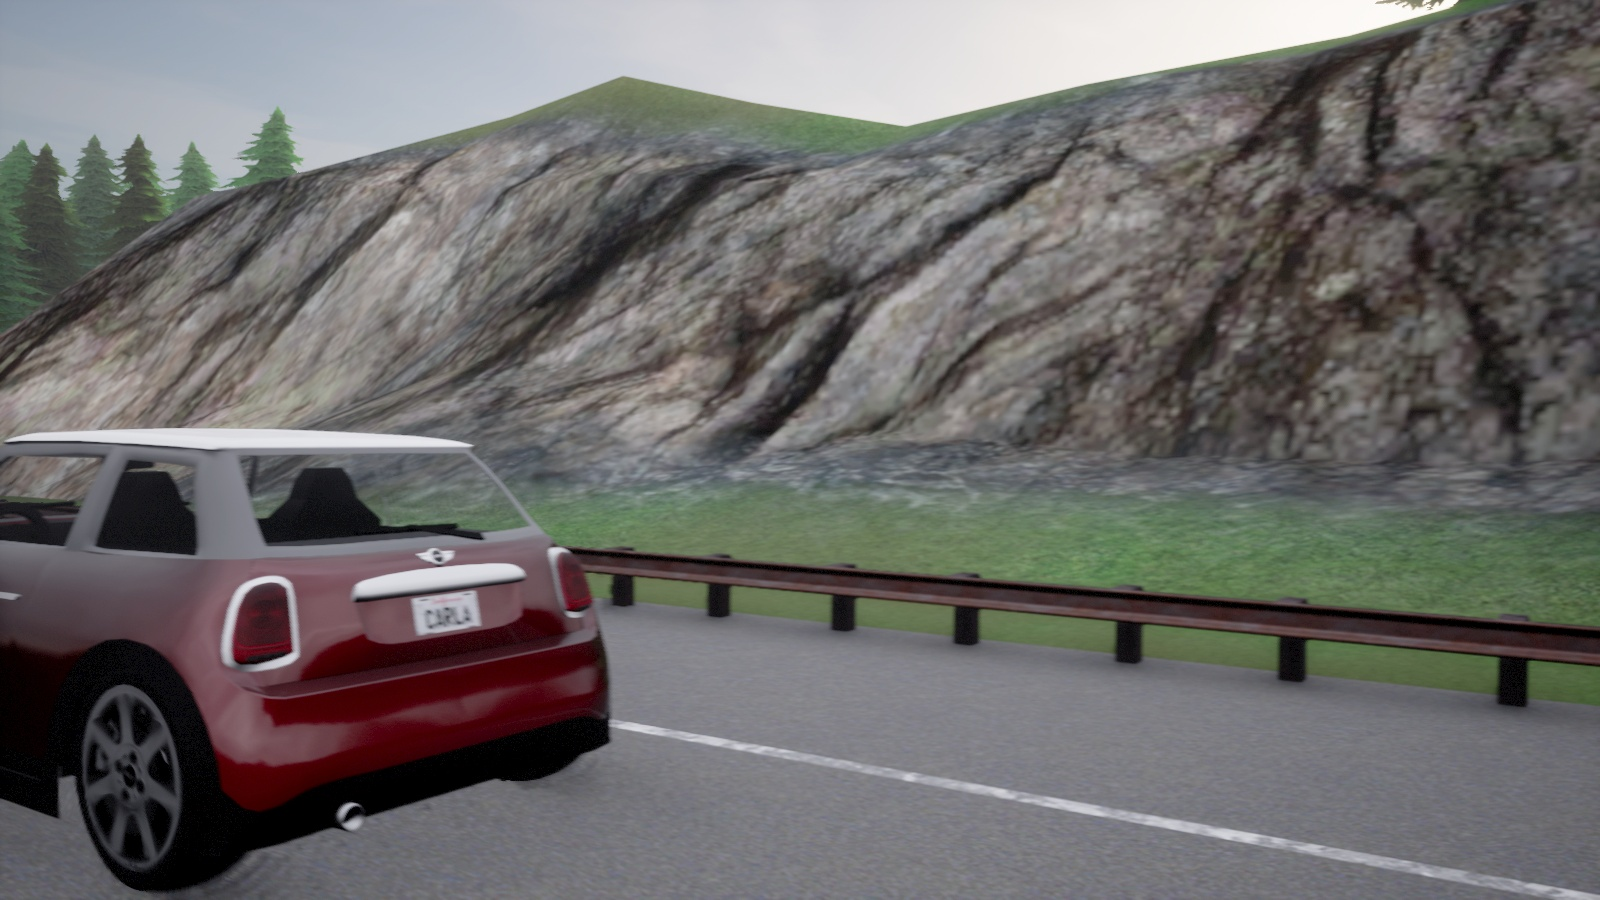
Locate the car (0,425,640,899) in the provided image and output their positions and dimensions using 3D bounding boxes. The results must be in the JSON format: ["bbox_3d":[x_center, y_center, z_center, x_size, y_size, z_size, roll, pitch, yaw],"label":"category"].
[{"bbox_3d":[-2.807,0.647,5.488,3.806,1.475,1.970,0,1,34],"label":"car"}]
